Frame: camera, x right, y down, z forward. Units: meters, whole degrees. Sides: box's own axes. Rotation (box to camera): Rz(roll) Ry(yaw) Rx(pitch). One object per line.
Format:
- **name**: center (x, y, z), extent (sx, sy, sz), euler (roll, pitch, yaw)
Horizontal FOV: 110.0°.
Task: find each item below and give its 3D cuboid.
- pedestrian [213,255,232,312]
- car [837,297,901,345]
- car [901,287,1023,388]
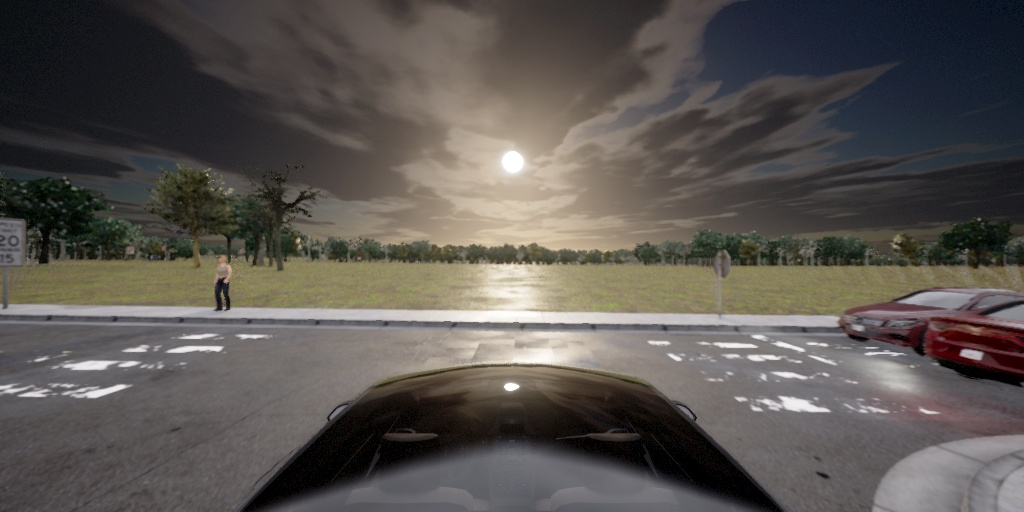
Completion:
- **pedestrian**: center (-9.424, 0.876, 11.696), extent (0.375, 1.860, 0.375), euler (0, -1, 1)
- **car**: center (10.474, 1.461, 8.397), extent (4.674, 1.442, 1.812), euler (1, 0, 1)
- **car**: center (9.535, 1.388, 5.466), extent (5.008, 1.535, 1.882), euler (1, 0, 1)
